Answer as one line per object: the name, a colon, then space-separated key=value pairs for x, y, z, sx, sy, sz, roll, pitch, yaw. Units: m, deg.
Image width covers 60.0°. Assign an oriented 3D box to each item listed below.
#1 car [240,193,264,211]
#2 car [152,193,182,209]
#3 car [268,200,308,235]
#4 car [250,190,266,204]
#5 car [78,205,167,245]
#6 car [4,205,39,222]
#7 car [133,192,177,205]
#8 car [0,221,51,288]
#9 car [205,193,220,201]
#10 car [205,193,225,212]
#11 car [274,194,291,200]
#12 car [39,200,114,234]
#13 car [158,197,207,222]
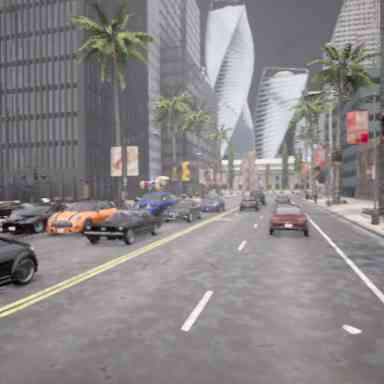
car: x=6.214 y=1.172 z=35.540 sx=2.128 sy=1.511 sz=4.902 roll=0 pitch=0 yaw=15
car: x=-2.976 y=1.091 z=40.692 sx=2.185 sy=1.767 sz=4.553 roll=0 pitch=0 yaw=14
car: x=5.009 y=1.349 z=17.411 sx=1.812 sy=1.442 sz=4.674 roll=0 pitch=0 yaw=15
car: x=9.410 y=0.781 z=47.968 sx=2.150 sy=2.045 sz=5.566 roll=0 pitch=1 yaw=15
car: x=-2.977 y=1.519 z=15.415 sx=1.895 sy=1.301 sz=4.718 roll=0 pitch=0 yaw=15
car: x=-8.700 y=1.460 z=19.524 sx=2.161 sy=1.482 sz=4.786 roll=0 pitch=0 yaw=14
car: x=-3.121 y=1.048 z=28.379 sx=2.150 sy=2.045 sz=5.566 roll=0 pitch=0 yaw=15
car: x=-5.252 y=1.567 z=6.892 sx=1.994 sy=1.385 sz=4.181 roll=0 pitch=0 yaw=15
car: x=4.305 y=0.939 z=69.150 sx=2.231 sy=1.521 sz=4.892 roll=0 pitch=0 yaw=14
car: x=2.078 y=1.084 z=34.183 sx=2.097 sy=1.767 sz=4.553 roll=0 pitch=0 yaw=15
car: x=12.213 y=1.045 z=44.824 sx=2.128 sy=1.511 sz=4.902 roll=0 pitch=1 yaw=14
car: x=-5.819 y=1.278 z=18.328 sx=2.097 sy=1.767 sz=4.553 roll=0 pitch=0 yaw=15
car: x=-0.560 y=1.334 z=24.425 sx=1.837 sy=1.490 sz=4.892 roll=0 pitch=0 yaw=15
